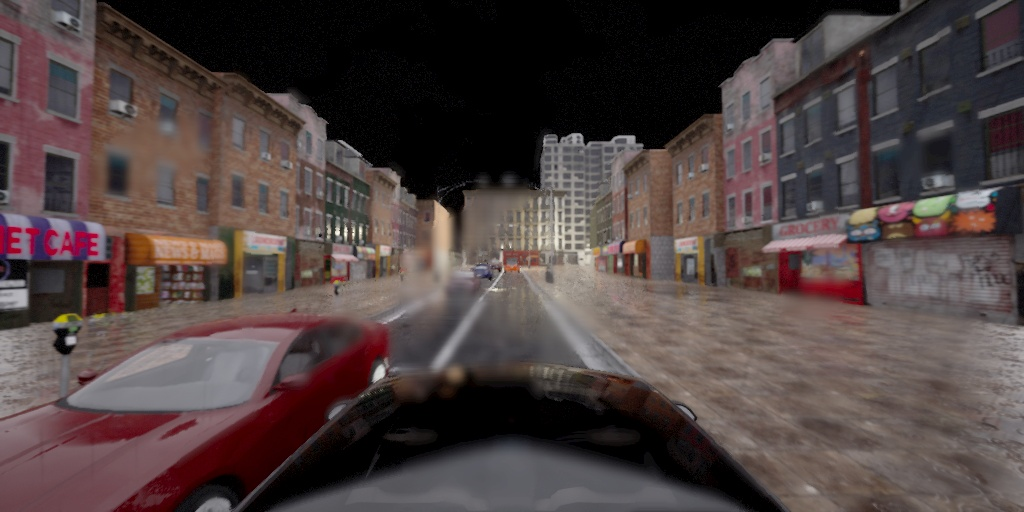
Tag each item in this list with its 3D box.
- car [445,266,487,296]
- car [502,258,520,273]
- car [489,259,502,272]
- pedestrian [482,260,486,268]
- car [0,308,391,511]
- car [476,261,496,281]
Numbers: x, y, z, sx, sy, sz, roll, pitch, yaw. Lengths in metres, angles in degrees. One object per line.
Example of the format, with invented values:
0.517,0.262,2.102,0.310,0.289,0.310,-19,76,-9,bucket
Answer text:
-2.635,1.453,20.120,1.802,1.307,4.207,0,0,0,car
0.026,1.458,50.743,2.097,1.767,4.553,0,0,1,car
-2.630,1.425,53.313,2.192,1.841,5.009,0,0,0,car
-2.746,1.278,36.338,0.375,1.860,0.375,-1,-2,0,pedestrian
-2.637,1.307,3.523,1.888,1.381,4.507,0,0,0,car
-2.746,1.490,33.479,1.812,1.442,4.674,0,0,0,car
